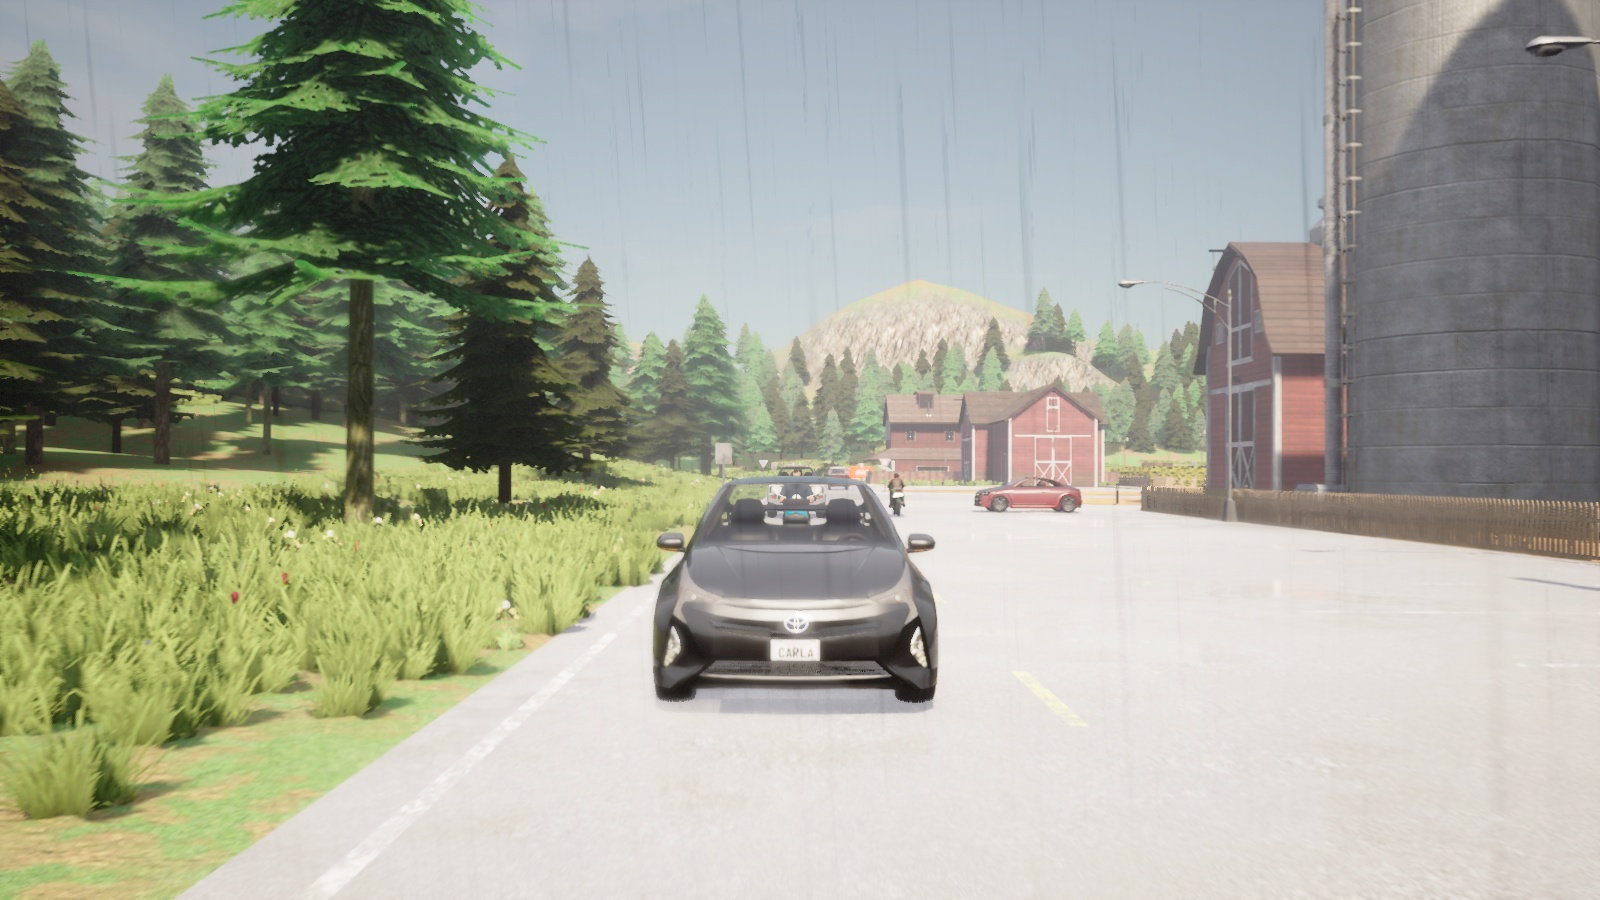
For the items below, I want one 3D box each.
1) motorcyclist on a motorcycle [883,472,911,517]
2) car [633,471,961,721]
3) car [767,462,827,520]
[{"bbox_3d":[3.392,1.535,44.095,0.797,1.523,2.044,0,-1,0],"label":"motorcyclist on a motorcycle"},{"bbox_3d":[-0.024,0.932,9.973,2.007,1.525,4.514,0,-1,0],"label":"car"},{"bbox_3d":[-0.105,1.362,42.836,1.932,1.855,4.605,0,-1,0],"label":"car"}]
